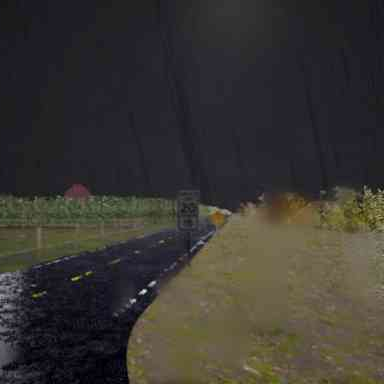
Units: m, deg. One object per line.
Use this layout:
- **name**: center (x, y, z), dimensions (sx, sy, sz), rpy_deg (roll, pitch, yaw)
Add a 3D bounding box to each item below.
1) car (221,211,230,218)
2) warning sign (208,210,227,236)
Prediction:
- **car**: center (8.414, 6.199, 89.753), dimensions (1.994, 1.385, 4.181), rpy_deg (-2, -3, 8)
- **warning sign**: center (1.964, 2.339, 25.159), dimensions (1.300, 1.860, 1.060), rpy_deg (-2, -4, 8)
